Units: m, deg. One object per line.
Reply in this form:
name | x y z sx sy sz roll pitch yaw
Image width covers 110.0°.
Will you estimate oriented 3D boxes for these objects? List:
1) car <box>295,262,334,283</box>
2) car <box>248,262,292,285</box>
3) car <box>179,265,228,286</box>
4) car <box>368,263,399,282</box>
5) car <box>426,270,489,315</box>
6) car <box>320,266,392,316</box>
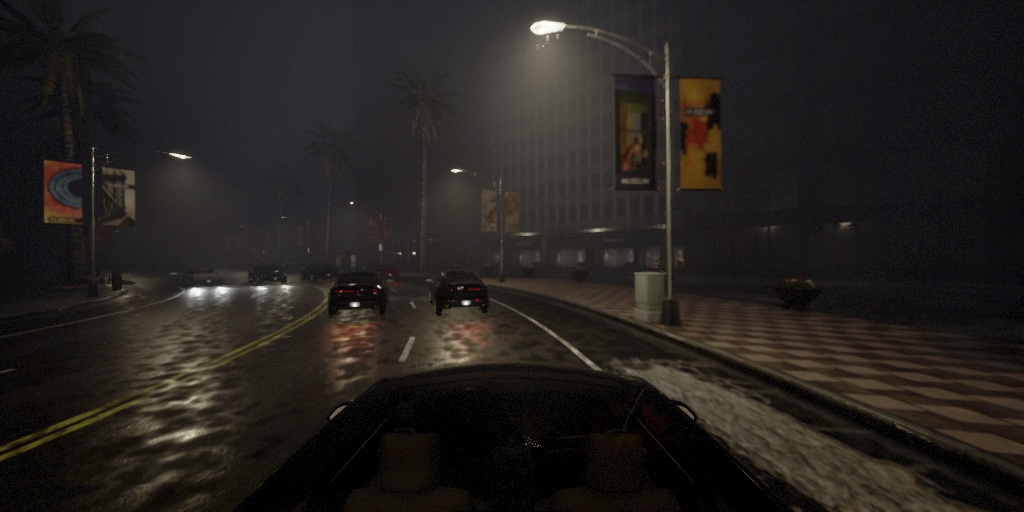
car | -16.455 1.384 30.459 5.008 1.535 1.882 -1 0 45
car | -19.145 1.435 28.045 4.892 1.490 1.837 0 0 44
car | -23.904 1.575 27.745 4.718 1.301 1.895 -1 0 41
car | -11.147 1.335 29.953 1.882 1.535 5.008 0 0 -41
car | -2.180 1.277 13.986 1.837 1.490 4.892 0 0 -16
car | -5.752 1.310 13.784 1.837 1.490 4.892 0 0 -17
